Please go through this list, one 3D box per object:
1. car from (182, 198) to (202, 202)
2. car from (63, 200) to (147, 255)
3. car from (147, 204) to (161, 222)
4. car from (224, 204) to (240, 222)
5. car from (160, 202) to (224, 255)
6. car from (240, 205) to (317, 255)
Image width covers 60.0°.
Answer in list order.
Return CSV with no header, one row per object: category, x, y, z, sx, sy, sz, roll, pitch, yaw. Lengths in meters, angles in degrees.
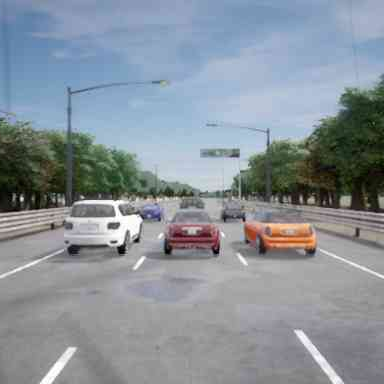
car,0.011,1.500,29.015,2.150,2.045,5.566,0,0,0
car,-3.494,1.349,14.023,2.150,2.045,5.566,0,0,0
car,-3.485,1.813,29.386,1.812,1.442,4.674,0,0,0
car,3.514,1.780,29.286,2.128,1.511,4.902,0,0,0
car,0.007,1.484,14.074,2.097,1.767,4.553,0,-1,0
car,3.508,1.484,14.069,2.097,1.767,4.553,0,-1,0
